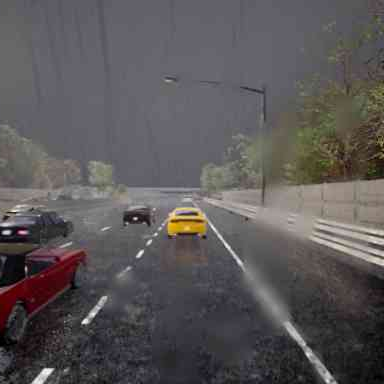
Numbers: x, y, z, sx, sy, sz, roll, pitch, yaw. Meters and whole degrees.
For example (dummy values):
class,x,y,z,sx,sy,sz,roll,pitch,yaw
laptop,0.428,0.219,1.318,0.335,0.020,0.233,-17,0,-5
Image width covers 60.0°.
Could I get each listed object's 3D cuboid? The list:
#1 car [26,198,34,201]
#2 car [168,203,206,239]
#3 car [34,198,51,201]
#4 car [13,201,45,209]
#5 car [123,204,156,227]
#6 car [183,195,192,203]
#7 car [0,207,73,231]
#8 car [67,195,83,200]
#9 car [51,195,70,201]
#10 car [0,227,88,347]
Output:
class,x,y,z,sx,sy,sz,roll,pitch,yaw
car,-32.444,1.903,68.658,1.895,1.301,4.718,0,-1,-1
car,-0.266,1.599,18.268,1.882,1.535,5.008,0,0,-1
car,-28.909,1.870,66.096,1.994,1.385,4.181,0,-1,-1
car,-10.721,1.584,22.464,2.128,1.511,4.902,0,0,-1
car,-3.743,1.619,24.240,1.882,1.535,5.008,0,0,-1
car,-1.105,1.850,80.963,2.150,2.045,5.566,0,-1,-1
car,-7.127,1.611,15.229,2.033,1.411,5.357,0,0,-1
car,-21.887,1.883,64.403,1.812,1.442,4.674,0,0,-1
car,-25.407,1.562,66.116,2.150,2.045,5.566,0,-1,-1
car,-3.502,1.624,6.269,1.895,1.301,4.718,0,0,-1
